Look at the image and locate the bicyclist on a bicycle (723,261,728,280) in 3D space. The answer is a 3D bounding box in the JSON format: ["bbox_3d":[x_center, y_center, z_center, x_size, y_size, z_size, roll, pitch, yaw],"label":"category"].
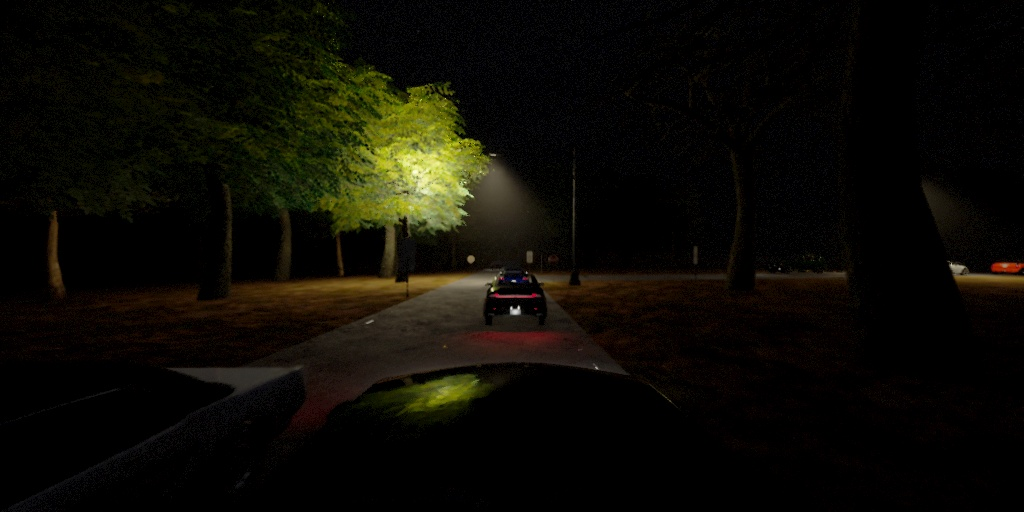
[{"bbox_3d":[18.574,1.278,30.793,0.582,1.620,1.656,-1,-1,0],"label":"bicyclist on a bicycle"}]

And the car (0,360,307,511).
[{"bbox_3d":[-3.102,1.350,1.561,1.895,1.301,4.718,0,-1,0],"label":"car"}]

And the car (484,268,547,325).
[{"bbox_3d":[0.101,1.330,12.189,2.128,1.511,4.902,0,-1,0],"label":"car"}]

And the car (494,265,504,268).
[{"bbox_3d":[0.101,1.482,22.883,1.994,1.385,4.181,0,-1,1],"label":"car"}]

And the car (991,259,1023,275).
[{"bbox_3d":[52.477,1.071,37.107,4.553,1.767,2.097,1,1,-12],"label":"car"}]

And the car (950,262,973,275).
[{"bbox_3d":[42.332,1.162,35.497,4.674,1.442,1.812,0,1,-8],"label":"car"}]

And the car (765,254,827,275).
[{"bbox_3d":[29.640,0.854,37.481,5.566,2.045,2.150,0,1,-3],"label":"car"}]
